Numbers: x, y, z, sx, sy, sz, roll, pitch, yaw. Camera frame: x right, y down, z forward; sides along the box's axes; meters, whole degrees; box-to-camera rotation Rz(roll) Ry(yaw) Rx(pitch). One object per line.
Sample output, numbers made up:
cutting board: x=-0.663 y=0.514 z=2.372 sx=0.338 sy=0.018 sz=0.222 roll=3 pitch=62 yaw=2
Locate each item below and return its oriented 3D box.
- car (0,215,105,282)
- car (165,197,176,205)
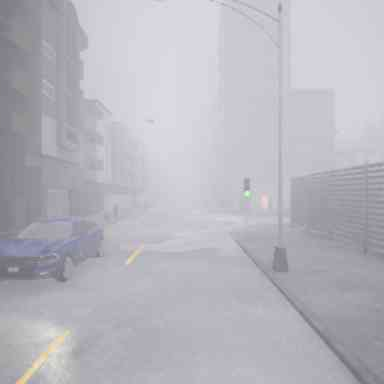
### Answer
car: x=-4.075 y=1.511 z=10.099 sx=1.882 sy=1.535 sz=5.008 roll=0 pitch=0 yaw=0
car: x=-3.974 y=1.746 z=63.212 sx=2.033 sy=1.411 sz=5.357 roll=0 pitch=0 yaw=0
